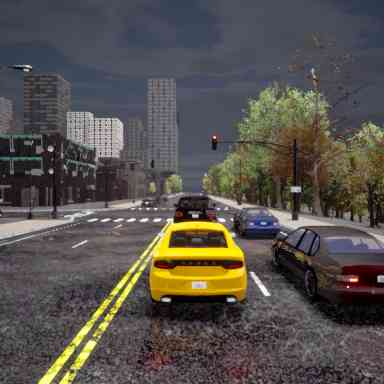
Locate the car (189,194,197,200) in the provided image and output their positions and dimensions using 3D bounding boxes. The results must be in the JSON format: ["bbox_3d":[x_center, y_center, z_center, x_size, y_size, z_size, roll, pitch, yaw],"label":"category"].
[{"bbox_3d":[0.298,1.324,91.605,2.128,1.511,4.902,0,0,0],"label":"car"}]

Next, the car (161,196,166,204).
[{"bbox_3d":[-6.361,1.481,61.194,1.837,1.490,4.892,0,2,1],"label":"car"}]

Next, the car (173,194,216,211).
[{"bbox_3d":[0.159,1.218,18.180,2.150,2.045,5.566,0,0,0],"label":"car"}]

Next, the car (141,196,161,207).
[{"bbox_3d":[-6.443,1.478,50.204,2.128,1.511,4.902,0,0,1],"label":"car"}]

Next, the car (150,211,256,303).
[{"bbox_3d":[0.124,1.476,8.285,1.882,1.535,5.008,0,0,0],"label":"car"}]

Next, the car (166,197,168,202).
[{"bbox_3d":[-6.263,1.529,72.944,1.994,1.385,4.181,0,0,0],"label":"car"}]

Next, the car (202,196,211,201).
[{"bbox_3d":[3.515,1.560,81.623,1.895,1.301,4.718,0,0,0],"label":"car"}]

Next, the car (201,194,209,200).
[{"bbox_3d":[3.548,1.299,91.595,1.837,1.490,4.892,0,0,0],"label":"car"}]

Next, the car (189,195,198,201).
[{"bbox_3d":[0.263,1.489,81.187,2.128,1.511,4.902,0,0,0],"label":"car"}]

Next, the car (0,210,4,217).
[{"bbox_3d":[-19.855,1.811,30.818,4.313,1.339,1.947,-1,1,0],"label":"car"}]

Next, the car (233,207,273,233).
[{"bbox_3d":[3.410,1.544,18.318,2.033,1.411,5.357,0,0,0],"label":"car"}]

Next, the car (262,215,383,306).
[{"bbox_3d":[3.374,1.546,8.249,2.033,1.411,5.357,0,0,1],"label":"car"}]
